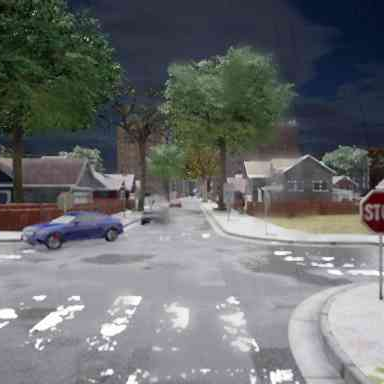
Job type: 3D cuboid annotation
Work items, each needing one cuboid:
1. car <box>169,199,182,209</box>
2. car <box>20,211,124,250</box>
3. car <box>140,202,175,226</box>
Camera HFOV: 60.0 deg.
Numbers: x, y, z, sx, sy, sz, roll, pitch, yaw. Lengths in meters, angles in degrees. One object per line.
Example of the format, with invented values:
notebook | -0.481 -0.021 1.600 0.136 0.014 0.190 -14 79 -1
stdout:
car | -2.700 1.896 54.041 1.882 1.535 5.008 0 -1 0
car | -5.216 1.618 15.099 1.812 1.442 4.674 0 -1 39
car | -2.728 1.740 25.704 2.033 1.411 5.357 0 0 0
